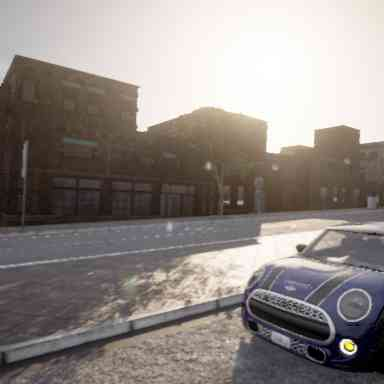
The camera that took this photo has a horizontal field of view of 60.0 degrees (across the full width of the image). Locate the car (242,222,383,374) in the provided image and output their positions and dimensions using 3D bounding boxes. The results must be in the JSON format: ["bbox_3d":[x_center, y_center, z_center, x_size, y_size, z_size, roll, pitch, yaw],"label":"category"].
[{"bbox_3d":[2.986,1.353,5.715,4.553,1.767,2.097,0,0,-36],"label":"car"}]
